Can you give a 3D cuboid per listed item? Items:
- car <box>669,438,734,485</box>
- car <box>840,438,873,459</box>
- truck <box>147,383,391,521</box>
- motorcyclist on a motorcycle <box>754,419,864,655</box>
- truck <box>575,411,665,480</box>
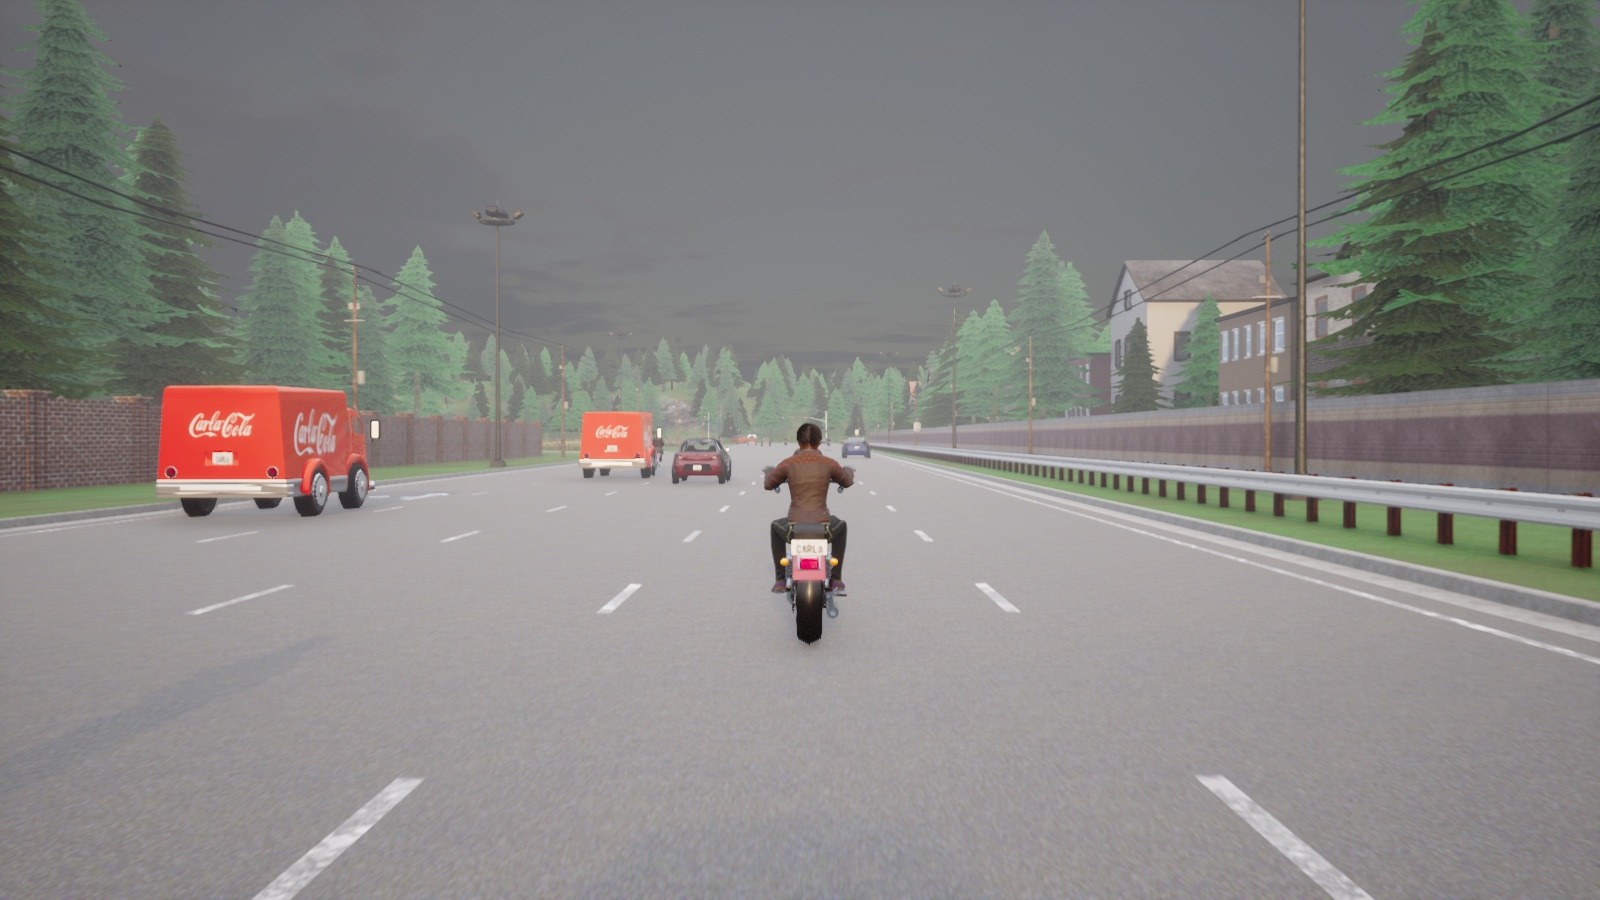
[{"bbox_3d":[-3.250,0.351,42.012,1.816,1.474,4.193,0,1,0],"label":"car"},{"bbox_3d":[4.021,-0.125,90.507,2.163,1.488,4.792,0,1,0],"label":"car"},{"bbox_3d":[-10.344,0.009,25.058,2.627,2.467,5.204,0,1,0],"label":"truck"},{"bbox_3d":[0.071,0.600,9.944,0.766,1.649,2.350,0,0,0],"label":"motorcyclist on a motorcycle"},{"bbox_3d":[-6.719,-0.200,47.567,2.627,2.467,5.204,0,1,0],"label":"truck"}]
